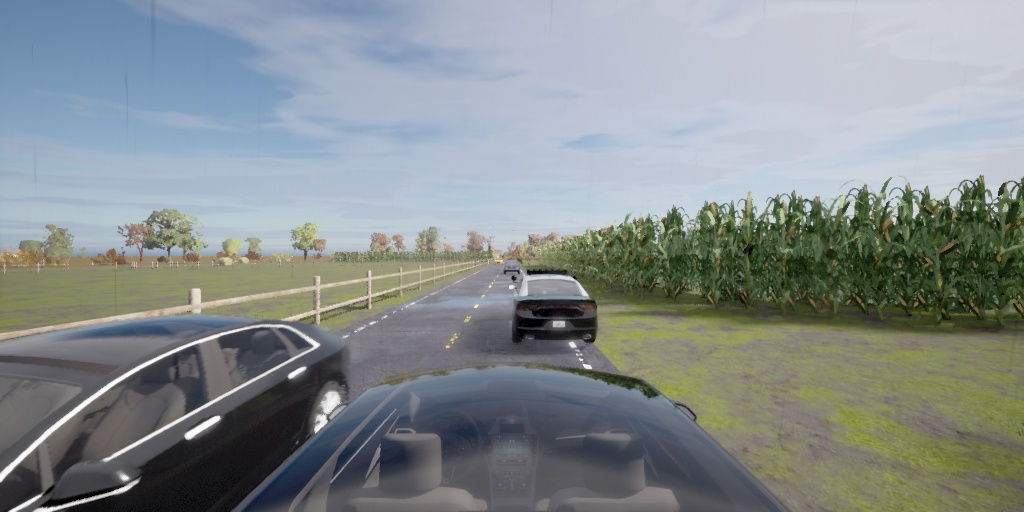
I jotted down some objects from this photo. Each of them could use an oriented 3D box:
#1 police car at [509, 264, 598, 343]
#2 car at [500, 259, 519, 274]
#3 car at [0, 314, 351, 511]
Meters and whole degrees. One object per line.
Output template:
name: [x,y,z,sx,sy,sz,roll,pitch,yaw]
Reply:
police car: [0.941,1.175,9.833,1.930,1.638,5.238,0,0,0]
car: [-0.020,1.298,40.675,2.033,1.411,5.357,0,0,0]
car: [-2.752,1.254,2.238,1.837,1.490,4.892,0,0,0]
